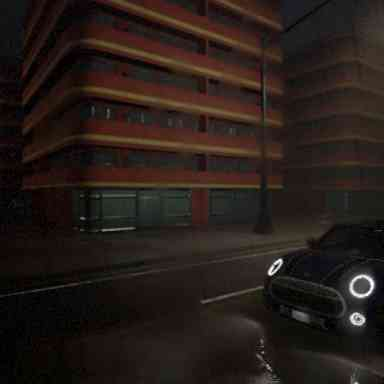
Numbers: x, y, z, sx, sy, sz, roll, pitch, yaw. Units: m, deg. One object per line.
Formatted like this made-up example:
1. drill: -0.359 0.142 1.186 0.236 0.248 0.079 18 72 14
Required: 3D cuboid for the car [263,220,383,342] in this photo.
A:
1. car: 3.519 1.384 6.629 4.553 1.767 2.097 0 0 -37
